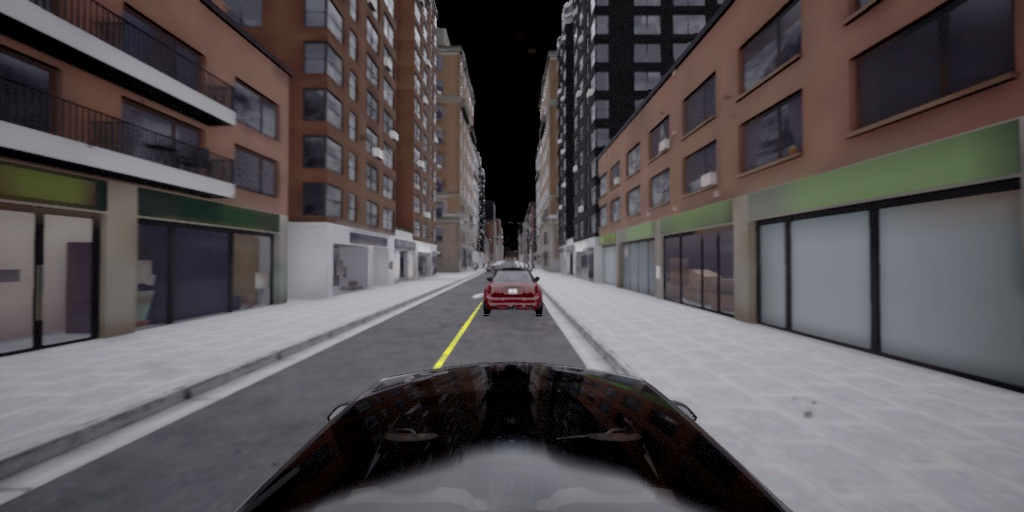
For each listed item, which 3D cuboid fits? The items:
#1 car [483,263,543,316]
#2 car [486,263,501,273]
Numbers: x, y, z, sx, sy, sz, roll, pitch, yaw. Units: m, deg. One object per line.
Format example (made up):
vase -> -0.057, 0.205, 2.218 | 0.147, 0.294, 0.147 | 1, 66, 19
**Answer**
car -> 0.046, 1.217, 14.155 | 2.097, 1.767, 4.553 | 0, -1, 0
car -> -2.824, 1.811, 55.161 | 1.994, 1.385, 4.181 | 0, -1, 0
